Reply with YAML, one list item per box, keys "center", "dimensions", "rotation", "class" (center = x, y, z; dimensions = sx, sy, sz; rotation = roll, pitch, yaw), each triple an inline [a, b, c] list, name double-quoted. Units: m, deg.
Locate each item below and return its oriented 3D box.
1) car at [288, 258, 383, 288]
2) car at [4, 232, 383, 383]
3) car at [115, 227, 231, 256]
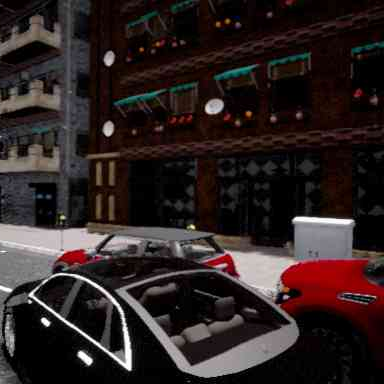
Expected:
- center: [3.381, 1.325, 3.667]
  dimensions: [5.009, 1.841, 2.192]
  rotation: [0, 1, 36]
  class: "car"
- center: [-0.767, 1.512, 3.836]
  dimensions: [1.837, 1.490, 4.892]
  rotation: [0, 0, -40]
  class: "car"
- center: [-1.130, 1.452, 6.897]
  dimensions: [4.097, 1.590, 1.967]
  rotation: [0, 1, 36]
  class: "car"
